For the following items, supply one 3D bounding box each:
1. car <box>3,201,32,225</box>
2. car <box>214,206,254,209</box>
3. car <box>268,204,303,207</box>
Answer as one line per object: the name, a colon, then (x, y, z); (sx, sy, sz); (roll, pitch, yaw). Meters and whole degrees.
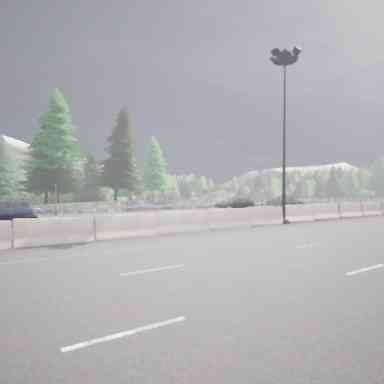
car: (-12.342, 1.343, 20.978); (4.553, 1.767, 2.097); (0, 0, -35)
car: (4.754, 1.384, 37.278); (5.008, 1.535, 1.882); (0, 0, -35)
car: (10.256, 1.384, 36.845); (4.902, 1.511, 2.128); (0, 0, -35)
